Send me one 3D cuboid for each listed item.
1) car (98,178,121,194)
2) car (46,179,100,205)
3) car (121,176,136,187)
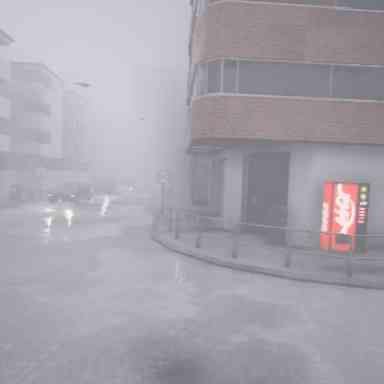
[{"bbox_3d":[-8.638,-0.622,32.857,1.837,1.490,4.892,2,4,-3],"label":"car"},{"bbox_3d":[-8.155,-0.016,22.845,2.033,1.411,5.357,2,3,-4],"label":"car"},{"bbox_3d":[-9.365,-1.540,48.795,1.882,1.535,5.008,2,3,-2],"label":"car"}]
